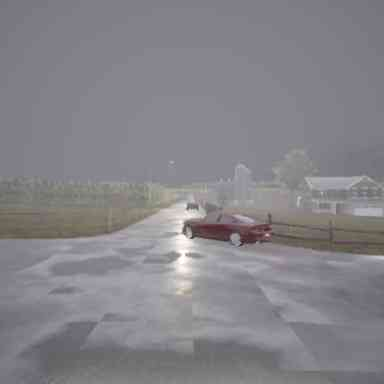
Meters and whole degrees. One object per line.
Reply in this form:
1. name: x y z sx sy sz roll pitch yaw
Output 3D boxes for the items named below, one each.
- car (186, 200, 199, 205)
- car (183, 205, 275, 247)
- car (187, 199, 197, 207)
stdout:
1. car: 0.092 2.131 53.651 1.882 1.535 5.008 0 -1 0
2. car: 1.631 1.691 16.371 1.882 1.535 5.008 0 1 -43
3. car: 0.003 2.298 67.709 1.882 1.535 5.008 0 -1 0
